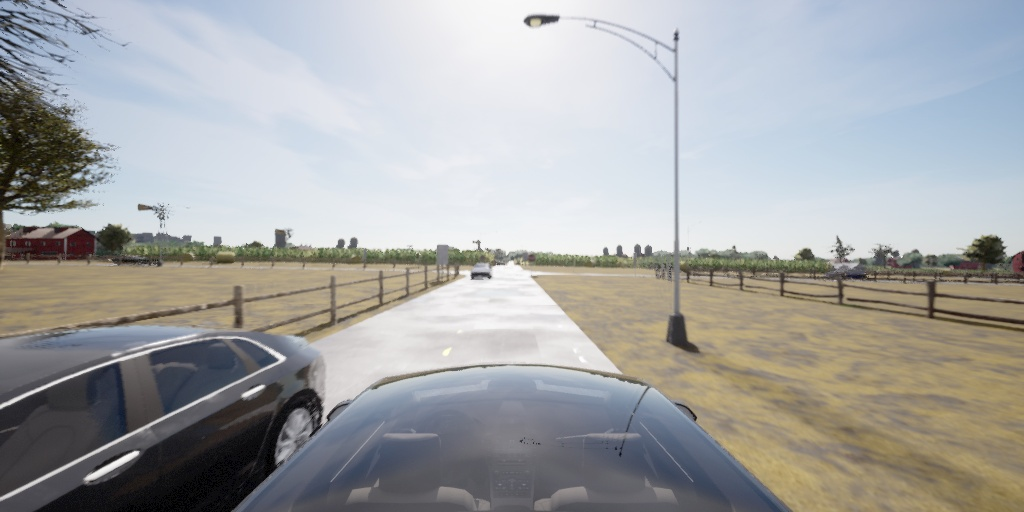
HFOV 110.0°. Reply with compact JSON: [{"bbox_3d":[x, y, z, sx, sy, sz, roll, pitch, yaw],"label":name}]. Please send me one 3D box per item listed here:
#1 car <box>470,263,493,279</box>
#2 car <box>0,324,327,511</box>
[{"bbox_3d":[-2.771,1.409,33.797,2.033,1.411,5.357,0,0,0],"label":"car"},{"bbox_3d":[-2.846,1.258,1.827,1.837,1.490,4.892,0,-1,0],"label":"car"}]
